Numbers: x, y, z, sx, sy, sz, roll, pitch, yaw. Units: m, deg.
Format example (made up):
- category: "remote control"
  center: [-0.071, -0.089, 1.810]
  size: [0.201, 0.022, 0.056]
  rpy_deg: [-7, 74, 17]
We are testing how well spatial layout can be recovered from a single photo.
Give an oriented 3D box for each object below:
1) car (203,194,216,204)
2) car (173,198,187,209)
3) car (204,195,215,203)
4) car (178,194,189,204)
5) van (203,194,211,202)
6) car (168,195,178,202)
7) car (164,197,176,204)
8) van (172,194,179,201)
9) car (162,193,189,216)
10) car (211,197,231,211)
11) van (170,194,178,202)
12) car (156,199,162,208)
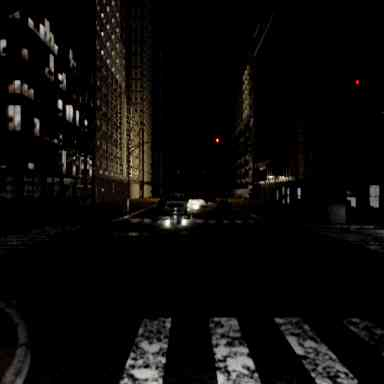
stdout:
- category: "car"
  center: [3.679, 1.351, 64.069]
  size: [2.192, 1.841, 5.009]
  rpy_deg: [0, 0, 0]
- category: "car"
  center: [-1.632, 1.565, 47.767]
  size: [1.812, 1.442, 4.674]
  rpy_deg: [0, 0, 0]
- category: "car"
  center: [3.646, 1.474, 69.597]
  size: [1.967, 1.590, 4.097]
  rpy_deg: [0, 0, 0]
- category: "car"
  center: [-1.660, 1.384, 67.513]
  size: [2.097, 1.767, 4.553]
  rpy_deg: [0, 0, 0]
- category: "van"
  center: [3.581, 1.369, 80.652]
  size: [1.690, 1.788, 3.998]
  rpy_deg: [0, 0, 0]
- category: "car"
  center: [-4.266, 1.471, 75.079]
  size: [1.967, 1.590, 4.097]
  rpy_deg: [0, 0, 0]
- category: "car"
  center: [-4.201, 1.602, 64.023]
  size: [1.947, 1.339, 4.313]
  rpy_deg: [0, 0, 0]
- category: "van"
  center: [-4.331, 1.367, 86.133]
  size: [1.690, 1.788, 3.998]
  rpy_deg: [0, 0, 0]
- category: "car"
  center: [-1.555, 1.259, 33.902]
  size: [2.150, 2.045, 5.566]
  rpy_deg: [0, 0, 0]
- category: "car"
  center: [3.858, 1.604, 41.961]
  size: [1.947, 1.339, 4.313]
  rpy_deg: [0, 0, 0]
- category: "van"
  center: [-4.299, 1.369, 80.606]
  size: [1.690, 1.788, 3.998]
  rpy_deg: [0, 0, 0]
- category: "car"
  center: [-4.104, 1.621, 47.440]
  size: [1.802, 1.307, 4.206]
  rpy_deg: [0, 0, 0]
